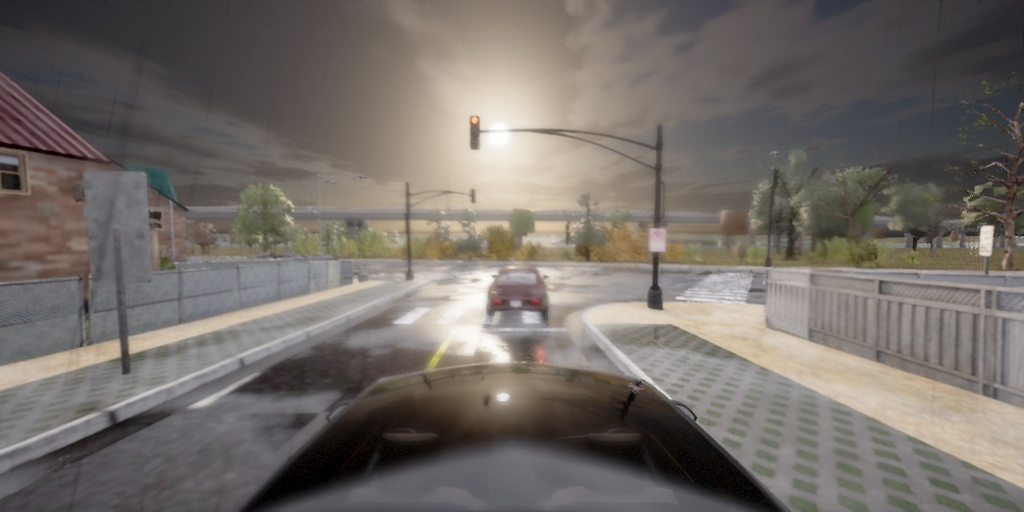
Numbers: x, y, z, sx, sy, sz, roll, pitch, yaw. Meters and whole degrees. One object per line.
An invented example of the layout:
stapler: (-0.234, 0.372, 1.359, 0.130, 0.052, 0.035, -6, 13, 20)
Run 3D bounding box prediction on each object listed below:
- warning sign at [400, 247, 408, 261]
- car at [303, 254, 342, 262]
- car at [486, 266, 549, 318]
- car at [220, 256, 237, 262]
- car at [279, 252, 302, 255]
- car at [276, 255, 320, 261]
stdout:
warning sign: (-14.498, -0.254, 48.213, 1.060, 1.860, 1.300, 0, 0, 36)
car: (-21.856, 0.648, 41.861, 5.357, 1.411, 2.033, 0, 3, 36)
car: (0.253, 1.056, 11.870, 1.812, 1.442, 4.674, 0, 1, 3)
car: (-40.092, 0.728, 51.084, 4.181, 1.385, 1.994, 0, 3, 36)
car: (-32.361, 0.339, 53.576, 4.902, 1.511, 2.128, 0, 3, 36)
car: (-23.236, 0.872, 38.855, 4.718, 1.301, 1.895, 0, 3, 36)
